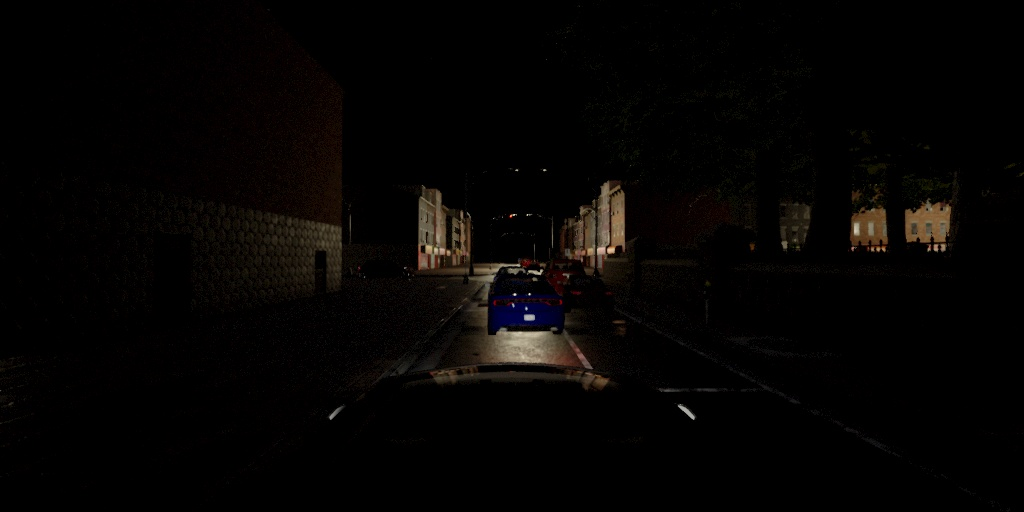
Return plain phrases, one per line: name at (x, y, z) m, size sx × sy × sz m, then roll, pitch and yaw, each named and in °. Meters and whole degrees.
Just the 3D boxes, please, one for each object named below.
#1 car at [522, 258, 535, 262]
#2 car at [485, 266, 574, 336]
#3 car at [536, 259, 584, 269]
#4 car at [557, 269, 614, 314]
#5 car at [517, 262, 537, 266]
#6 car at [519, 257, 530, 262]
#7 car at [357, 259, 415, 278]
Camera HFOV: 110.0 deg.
car at (2.630, 1.339, 45.477) m, size 1.888 × 1.381 × 4.507 m, roll 0°, pitch 0°, yaw 0°
car at (0.228, 1.228, 10.504) m, size 1.882 × 1.535 × 5.008 m, roll 0°, pitch 0°, yaw -4°
car at (2.635, 1.070, 19.048) m, size 2.192 × 1.841 × 5.009 m, roll 0°, pitch 0°, yaw 0°
car at (2.636, 1.333, 13.599) m, size 1.802 × 1.307 × 4.207 m, roll 0°, pitch 0°, yaw 0°
car at (0.067, 1.232, 18.092) m, size 1.882 × 1.535 × 5.008 m, roll 0°, pitch 0°, yaw 1°
car at (2.627, 1.380, 61.788) m, size 1.888 × 1.381 × 4.507 m, roll 0°, pitch 0°, yaw 0°
car at (-10.657, 1.086, 30.624) m, size 4.553 × 1.767 × 2.097 m, roll 0°, pitch -1°, yaw 0°
